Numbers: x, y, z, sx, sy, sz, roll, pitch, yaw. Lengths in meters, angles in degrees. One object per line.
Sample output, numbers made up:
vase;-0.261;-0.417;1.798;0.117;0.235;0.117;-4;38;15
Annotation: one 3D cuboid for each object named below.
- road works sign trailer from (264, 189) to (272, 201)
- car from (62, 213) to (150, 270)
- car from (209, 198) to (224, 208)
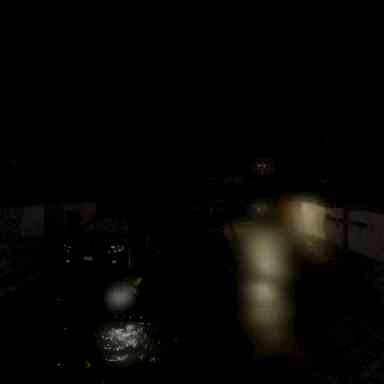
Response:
road works sign trailer;19.613;0.995;85.816;2.380;3.560;2.880;-1;-1;30
car;-2.689;1.517;11.392;1.882;1.535;5.008;0;0;2
car;4.043;1.775;54.253;2.128;1.511;4.902;0;-1;16
